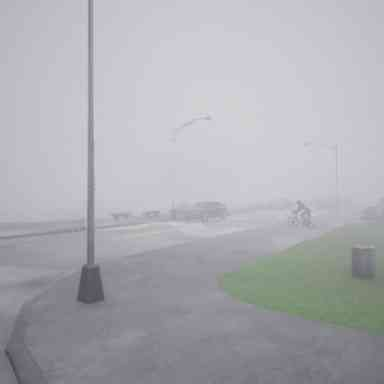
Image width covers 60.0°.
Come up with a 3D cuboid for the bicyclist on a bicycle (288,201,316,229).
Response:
[{"bbox_3d":[6.496,1.346,19.726,1.656,1.620,0.582,0,0,35],"label":"bicyclist on a bicycle"}]

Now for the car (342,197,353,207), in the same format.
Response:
[{"bbox_3d":[22.852,1.488,50.068,2.128,1.511,4.902,0,0,35],"label":"car"}]

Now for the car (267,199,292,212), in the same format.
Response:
[{"bbox_3d":[10.536,1.519,39.818,1.812,1.442,4.674,0,0,35],"label":"car"}]

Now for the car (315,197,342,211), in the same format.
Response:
[{"bbox_3d":[16.939,1.501,41.696,1.837,1.490,4.892,0,0,36],"label":"car"}]

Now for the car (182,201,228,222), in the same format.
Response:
[{"bbox_3d":[1.133,1.498,26.669,1.837,1.490,4.892,0,0,36],"label":"car"}]
